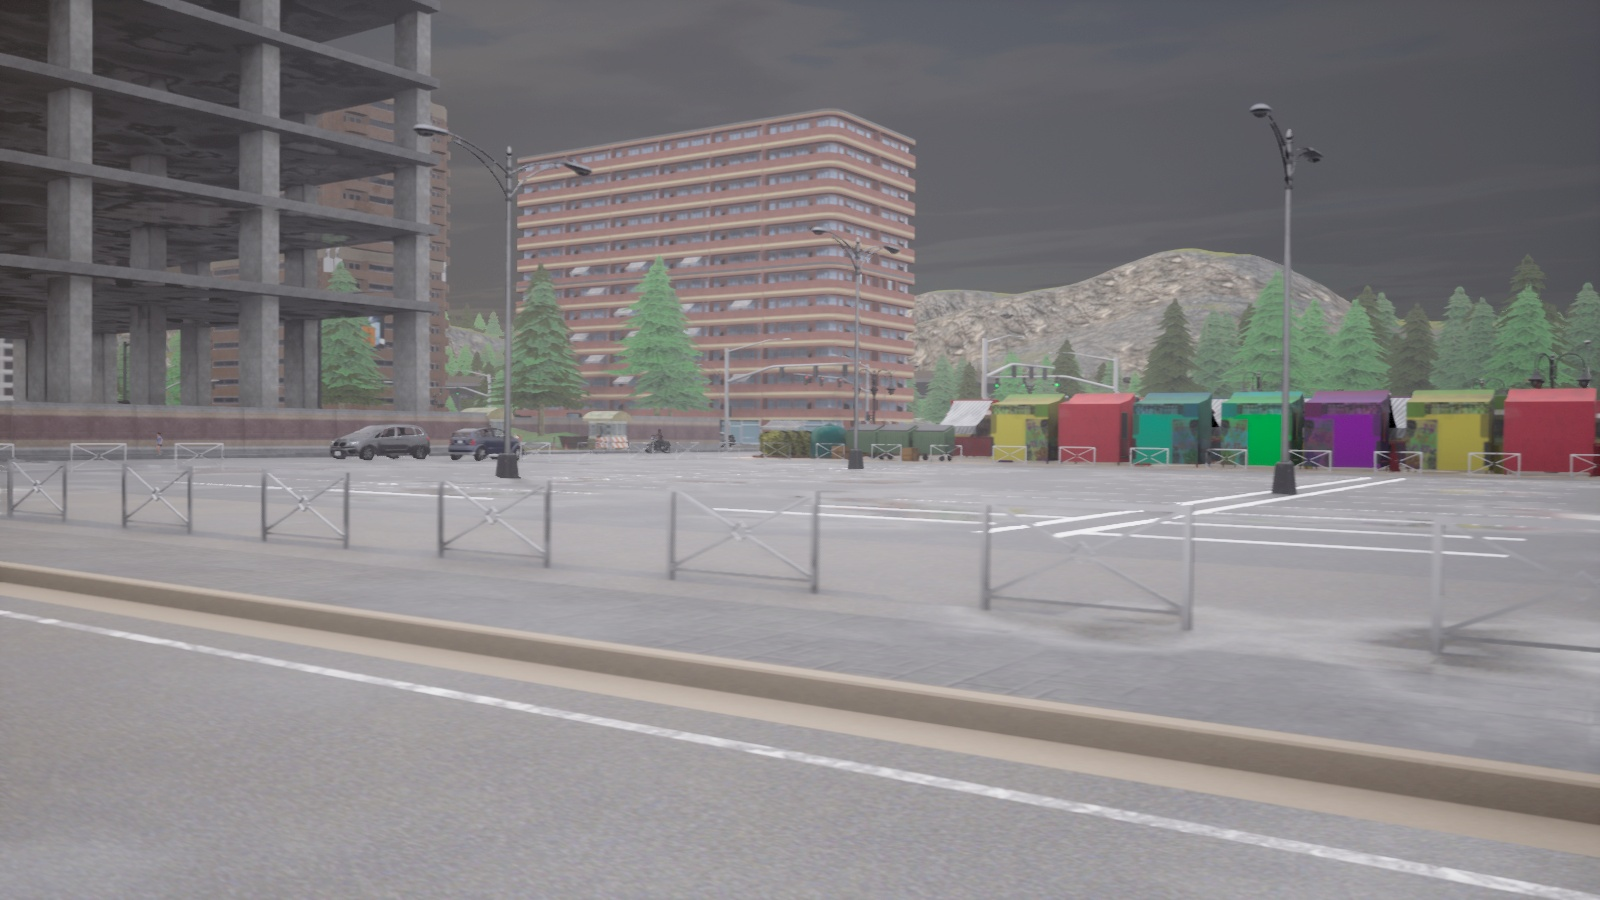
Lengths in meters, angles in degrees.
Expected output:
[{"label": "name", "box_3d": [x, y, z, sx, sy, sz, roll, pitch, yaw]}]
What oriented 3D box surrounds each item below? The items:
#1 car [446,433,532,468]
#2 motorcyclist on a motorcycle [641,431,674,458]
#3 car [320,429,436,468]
[{"label": "car", "box_3d": [-14.399, -0.011, 58.347, 1.789, 1.549, 3.705, 0, 1, 30]}, {"label": "motorcyclist on a motorcycle", "box_3d": [-9.000, -0.376, 79.403, 0.766, 1.649, 2.350, 0, 1, 33]}, {"label": "car", "box_3d": [-19.247, -0.090, 57.506, 2.242, 1.667, 4.611, 0, 1, 33]}]
